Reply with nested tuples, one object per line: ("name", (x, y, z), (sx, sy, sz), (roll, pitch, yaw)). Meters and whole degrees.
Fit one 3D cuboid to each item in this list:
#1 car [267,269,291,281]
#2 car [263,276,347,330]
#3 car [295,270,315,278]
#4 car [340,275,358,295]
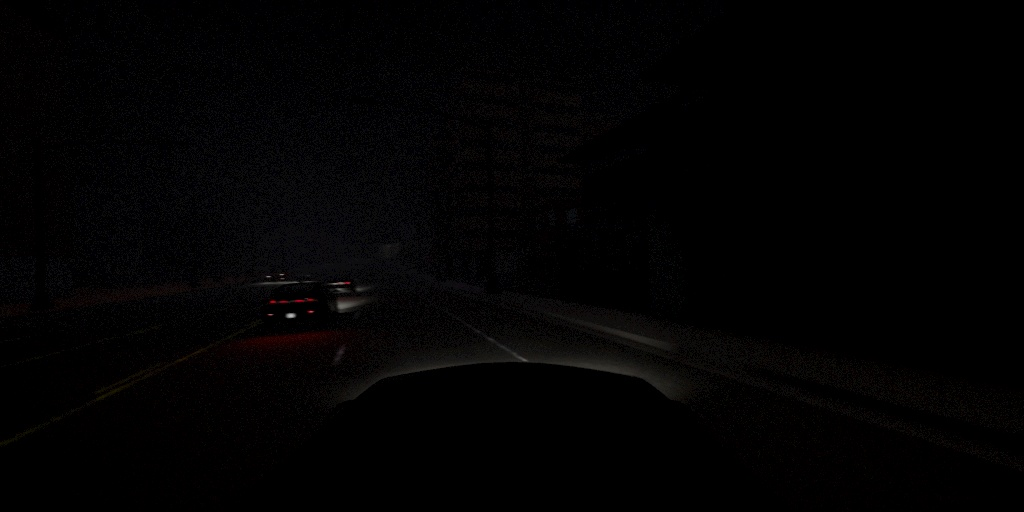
("car", (-33.273, 2.695, 51.243), (2.097, 1.767, 4.553), (-2, 1, -20))
("car", (-7.764, 1.734, 13.516), (2.128, 1.511, 4.902), (-2, -1, -20))
("car", (-29.569, 2.777, 51.311), (1.812, 1.442, 4.674), (-2, 1, -20))
("car", (-13.039, 2.224, 27.555), (2.128, 1.511, 4.902), (-2, -1, -20))
